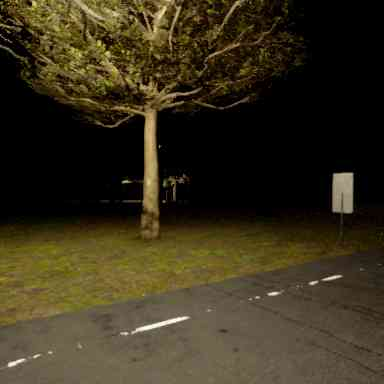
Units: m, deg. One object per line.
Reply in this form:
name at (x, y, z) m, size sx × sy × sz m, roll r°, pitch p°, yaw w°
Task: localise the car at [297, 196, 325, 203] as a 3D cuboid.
car at (23.654, 1.484, 66.276) m, size 2.033 × 1.411 × 5.357 m, roll 2°, pitch -2°, yaw -36°
